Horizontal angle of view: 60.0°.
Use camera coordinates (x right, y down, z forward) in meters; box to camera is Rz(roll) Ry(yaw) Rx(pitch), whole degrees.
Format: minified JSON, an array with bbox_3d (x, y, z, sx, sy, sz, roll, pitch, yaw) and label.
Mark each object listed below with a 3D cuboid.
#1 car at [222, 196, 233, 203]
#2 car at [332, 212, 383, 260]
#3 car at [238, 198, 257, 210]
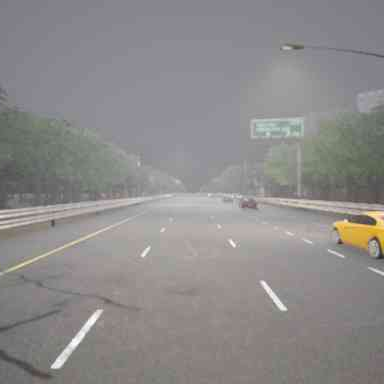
[{"bbox_3d":[7.176,1.505,67.536,2.033,1.411,5.357,0,0,0],"label":"car"},{"bbox_3d":[7.011,1.477,12.507,1.882,1.535,5.008,0,0,0],"label":"car"},{"bbox_3d":[7.098,1.455,42.699,1.882,1.535,5.008,0,0,0],"label":"car"}]
